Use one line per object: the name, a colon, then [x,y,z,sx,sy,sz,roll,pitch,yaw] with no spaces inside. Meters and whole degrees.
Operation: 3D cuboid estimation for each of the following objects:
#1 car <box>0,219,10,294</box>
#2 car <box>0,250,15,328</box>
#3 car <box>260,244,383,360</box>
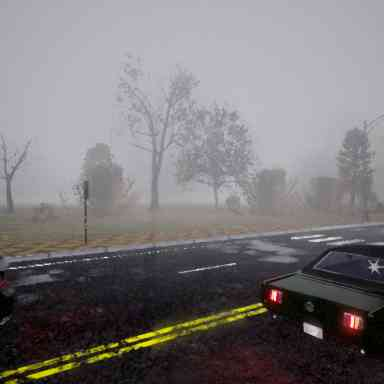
car: [-6.686,1.493,6.867,4.902,1.511,2.128,0,0,-35]
car: [-4.962,1.507,4.111,4.892,1.490,1.837,1,0,-35]
car: [3.480,1.600,5.790,4.718,1.301,1.895,0,0,-35]
